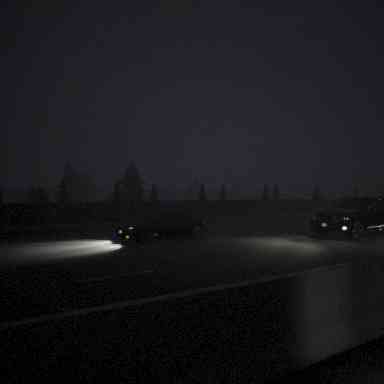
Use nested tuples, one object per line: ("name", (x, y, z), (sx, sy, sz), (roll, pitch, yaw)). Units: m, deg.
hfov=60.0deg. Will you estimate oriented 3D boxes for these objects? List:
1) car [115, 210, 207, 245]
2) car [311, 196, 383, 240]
("car", (-1.381, 1.539, 15.424), (4.181, 1.385, 1.994), (0, 0, -32))
("car", (8.753, 1.237, 17.470), (5.566, 2.045, 2.150), (0, 0, -31))
